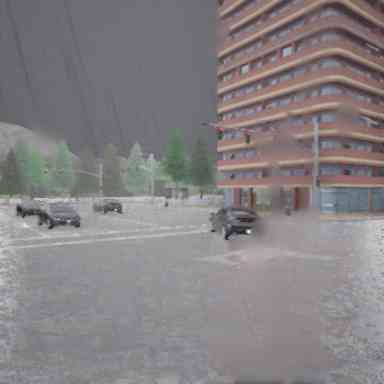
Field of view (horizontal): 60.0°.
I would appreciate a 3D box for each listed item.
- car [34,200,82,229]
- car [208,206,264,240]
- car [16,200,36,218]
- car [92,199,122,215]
[{"bbox_3d":[-8.674,1.496,21.653,1.837,1.490,4.892,0,0,-35],"label":"car"},{"bbox_3d":[2.142,1.485,17.034,1.837,1.490,4.892,2,0,-9],"label":"car"},{"bbox_3d":[-14.627,1.470,30.175,1.882,1.535,5.008,0,0,-35],"label":"car"},{"bbox_3d":[-8.808,1.483,34.319,1.837,1.490,4.892,0,0,-35],"label":"car"}]
